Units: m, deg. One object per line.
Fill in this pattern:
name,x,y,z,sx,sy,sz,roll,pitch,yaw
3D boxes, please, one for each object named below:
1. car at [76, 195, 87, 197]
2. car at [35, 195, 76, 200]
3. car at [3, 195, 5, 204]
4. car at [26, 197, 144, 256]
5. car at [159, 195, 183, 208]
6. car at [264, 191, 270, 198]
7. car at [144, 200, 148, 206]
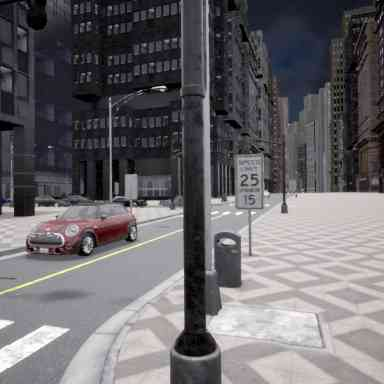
car,-14.966,1.156,42.486,4.892,1.490,1.837,0,0,19
car,-16.786,1.152,39.757,4.892,1.490,1.837,-1,0,19
car,-29.368,1.007,47.445,5.566,2.045,2.150,0,0,19
car,-3.918,1.209,12.530,2.097,1.767,4.553,-1,1,19
car,-1.702,1.086,38.198,4.181,1.385,1.994,-1,0,7
car,14.482,0.454,66.378,1.812,1.442,4.674,-1,0,19
car,-7.281,1.155,36.496,4.718,1.301,1.895,-1,0,19
